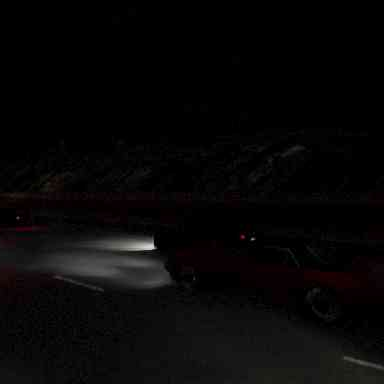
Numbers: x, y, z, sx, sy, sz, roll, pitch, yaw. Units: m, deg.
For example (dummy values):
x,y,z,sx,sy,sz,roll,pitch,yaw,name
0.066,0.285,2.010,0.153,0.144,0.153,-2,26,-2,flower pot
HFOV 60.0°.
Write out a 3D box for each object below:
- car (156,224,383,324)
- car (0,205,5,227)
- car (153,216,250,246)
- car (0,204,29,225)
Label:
x,y,z,sx,sy,sz,roll,pitch,yaw,name
1.677,1.621,7.218,4.718,1.301,1.895,0,0,37,car
-12.439,1.581,18.262,4.892,1.490,1.837,0,0,38,car
0.527,1.602,12.541,4.181,1.385,1.994,0,0,38,car
-13.422,1.572,23.499,5.008,1.535,1.882,0,0,38,car
